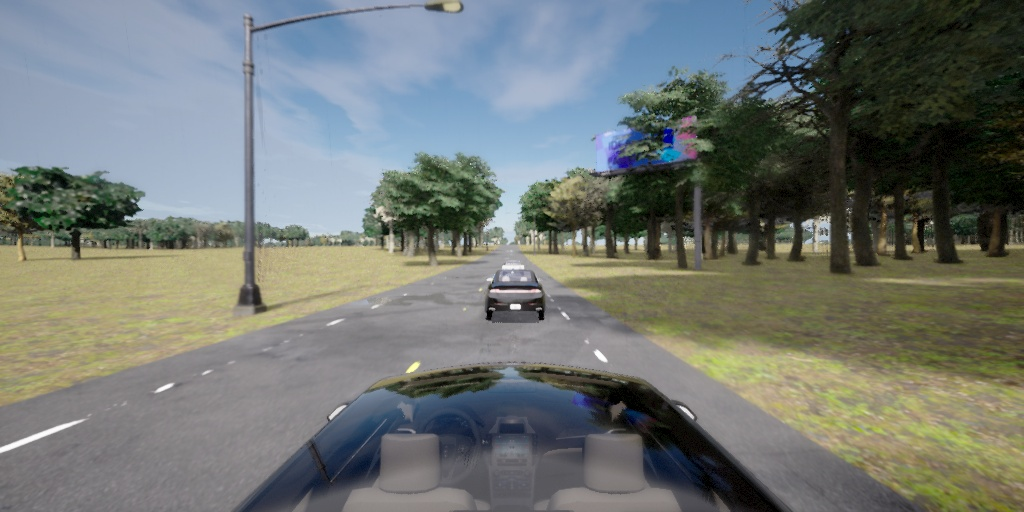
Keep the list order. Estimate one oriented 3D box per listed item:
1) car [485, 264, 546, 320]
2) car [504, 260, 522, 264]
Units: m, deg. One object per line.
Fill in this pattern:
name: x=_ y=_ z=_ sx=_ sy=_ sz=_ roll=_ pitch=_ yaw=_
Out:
car: x=0.100 y=1.201 z=12.544 sx=2.128 sy=1.511 sz=4.902 roll=0 pitch=0 yaw=0
car: x=0.100 y=1.021 z=31.790 sx=1.895 sy=1.301 sz=4.718 roll=0 pitch=1 yaw=0
